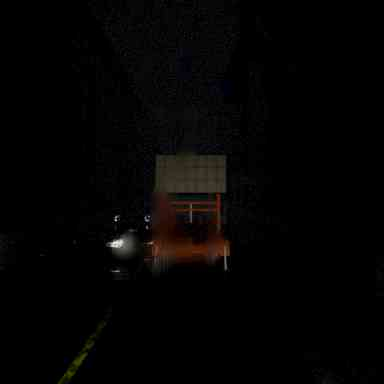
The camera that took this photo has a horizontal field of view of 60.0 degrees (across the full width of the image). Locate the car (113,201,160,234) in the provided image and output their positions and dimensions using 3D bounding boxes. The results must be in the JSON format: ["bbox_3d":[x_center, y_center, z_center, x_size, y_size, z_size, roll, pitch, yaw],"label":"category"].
[{"bbox_3d":[-3.063,1.349,18.962,2.097,1.767,4.553,0,0,0],"label":"car"}]

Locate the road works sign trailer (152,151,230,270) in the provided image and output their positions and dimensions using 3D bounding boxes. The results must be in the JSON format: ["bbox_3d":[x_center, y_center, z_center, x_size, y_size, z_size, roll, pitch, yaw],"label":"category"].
[{"bbox_3d":[-0.035,0.463,10.976,2.380,3.560,2.880,0,0,0],"label":"road works sign trailer"}]
